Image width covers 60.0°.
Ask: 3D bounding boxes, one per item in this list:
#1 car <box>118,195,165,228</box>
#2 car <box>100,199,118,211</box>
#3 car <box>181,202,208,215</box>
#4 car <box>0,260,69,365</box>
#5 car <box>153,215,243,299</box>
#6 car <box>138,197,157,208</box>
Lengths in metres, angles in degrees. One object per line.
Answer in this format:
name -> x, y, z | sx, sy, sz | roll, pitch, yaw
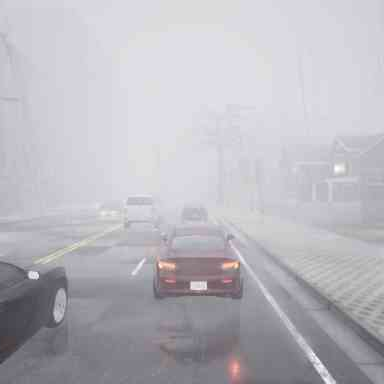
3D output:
car -> -3.071, 1.214, 22.065 | 2.150, 2.045, 5.566 | 0, 0, 0
car -> -9.696, 1.540, 40.152 | 1.994, 1.385, 4.181 | 0, 0, 0
car -> 0.189, 1.469, 25.280 | 1.882, 1.535, 5.008 | 0, 0, 0
car -> -3.138, 1.477, 3.969 | 1.882, 1.535, 5.008 | 0, 0, 0
car -> 0.128, 1.524, 8.300 | 1.812, 1.442, 4.674 | 0, 0, 0
car -> -6.382, 1.510, 48.015 | 2.033, 1.411, 5.357 | 0, 0, 1
